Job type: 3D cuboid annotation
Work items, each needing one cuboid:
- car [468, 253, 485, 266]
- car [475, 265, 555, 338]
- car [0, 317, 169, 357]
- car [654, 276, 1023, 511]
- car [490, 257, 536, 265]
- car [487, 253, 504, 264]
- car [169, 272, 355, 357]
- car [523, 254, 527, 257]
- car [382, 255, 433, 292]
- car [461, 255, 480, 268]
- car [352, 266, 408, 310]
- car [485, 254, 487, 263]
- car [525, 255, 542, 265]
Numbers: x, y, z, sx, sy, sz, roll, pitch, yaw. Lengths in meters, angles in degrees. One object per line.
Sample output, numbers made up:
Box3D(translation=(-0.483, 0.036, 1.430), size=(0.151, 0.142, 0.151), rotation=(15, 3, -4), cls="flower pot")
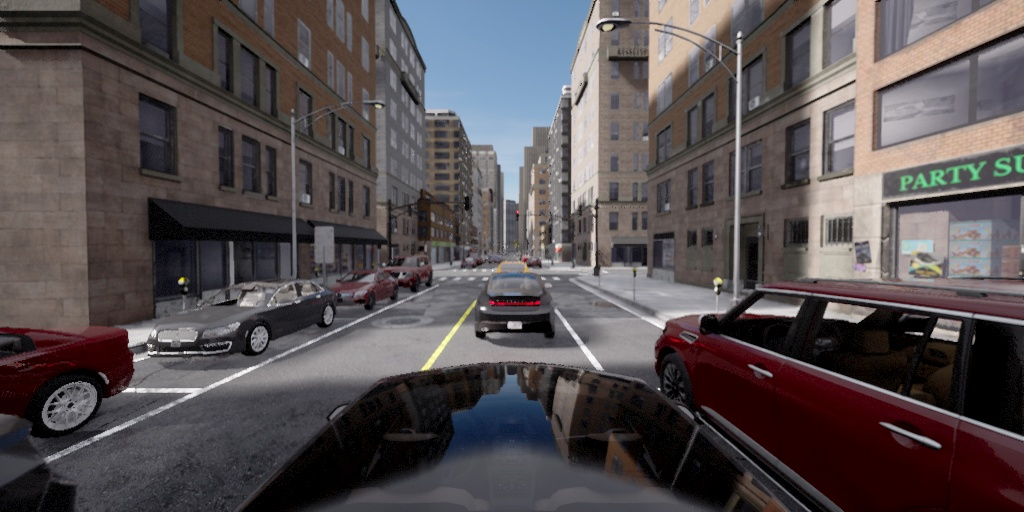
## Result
Box3D(translation=(-5.565, 0.520, 51.953), size=(2.192, 1.841, 5.009), rotation=(0, 0, 0), cls="car")
Box3D(translation=(0.079, 1.161, 9.833), size=(1.837, 1.490, 4.892), rotation=(0, 1, 0), cls="car")
Box3D(translation=(-5.667, 1.284, 2.644), size=(1.888, 1.381, 4.507), rotation=(0, 0, 0), cls="car")
Box3D(translation=(2.858, 1.054, 2.649), size=(2.192, 1.841, 5.009), rotation=(0, 0, 0), cls="car")
Box3D(translation=(0.047, 1.032, 18.950), size=(1.882, 1.535, 5.008), rotation=(0, 1, 1), cls="car")
Box3D(translation=(-2.939, 0.683, 60.605), size=(1.994, 1.385, 4.181), rotation=(0, 1, 1), cls="car")
Box3D(translation=(-5.656, 1.225, 8.226), size=(2.007, 1.370, 4.403), rotation=(0, 0, 0), cls="car")
Box3D(translation=(2.961, 0.730, 52.132), size=(1.751, 1.417, 4.829), rotation=(0, 0, 0), cls="car")
Box3D(translation=(-5.633, 0.864, 19.391), size=(2.192, 1.841, 5.009), rotation=(0, 0, 0), cls="car")
Box3D(translation=(-5.577, 0.844, 46.389), size=(1.802, 1.307, 4.207), rotation=(0, 0, 0), cls="car")
Box3D(translation=(-5.644, 1.194, 13.809), size=(1.802, 1.307, 4.207), rotation=(0, 0, 0), cls="car")
Box3D(translation=(-5.554, 0.694, 57.518), size=(1.888, 1.381, 4.507), rotation=(0, 0, 0), cls="car")
Box3D(translation=(2.949, 0.843, 46.399), size=(1.802, 1.307, 4.207), rotation=(0, 0, 0), cls="car")
